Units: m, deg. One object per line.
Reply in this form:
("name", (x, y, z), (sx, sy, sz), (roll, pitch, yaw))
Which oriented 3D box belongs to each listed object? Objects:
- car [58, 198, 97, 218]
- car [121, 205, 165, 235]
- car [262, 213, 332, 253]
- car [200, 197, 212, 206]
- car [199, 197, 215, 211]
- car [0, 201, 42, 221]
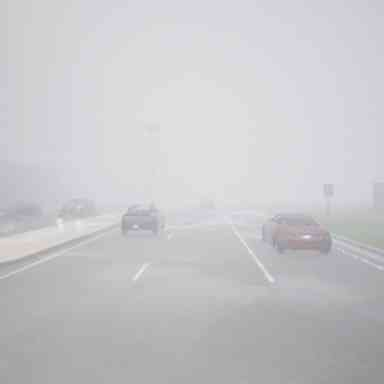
("car", (-10.322, 1.327, 30.161), (2.097, 1.767, 4.553), (0, 0, 3))
("car", (-2.659, 1.478, 18.861), (2.128, 1.511, 4.902), (0, 0, 2))
("car", (4.130, 1.556, 13.735), (1.994, 1.385, 4.181), (0, 0, 2))
("car", (2.277, 1.492, 53.262), (1.812, 1.442, 4.674), (0, 0, 3))
("car", (1.819, 1.500, 40.833), (1.812, 1.442, 4.674), (0, 0, 3))
("car", (-13.992, 1.469, 26.898), (2.128, 1.511, 4.902), (0, 0, 3))
